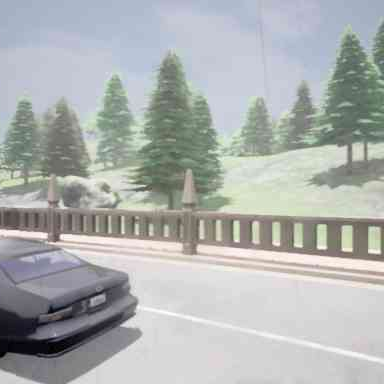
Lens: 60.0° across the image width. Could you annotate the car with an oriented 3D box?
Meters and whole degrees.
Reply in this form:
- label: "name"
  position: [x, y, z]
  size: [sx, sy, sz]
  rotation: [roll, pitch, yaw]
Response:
- label: "car"
  position: [-3.496, 1.536, 5.743]
  size: [5.357, 1.411, 2.033]
  rotation: [0, 0, 28]
